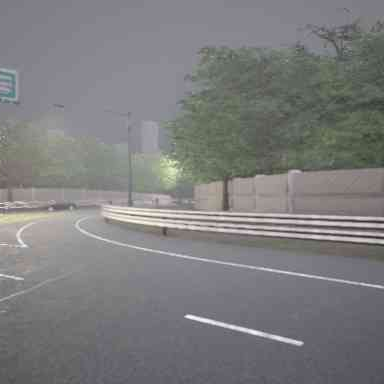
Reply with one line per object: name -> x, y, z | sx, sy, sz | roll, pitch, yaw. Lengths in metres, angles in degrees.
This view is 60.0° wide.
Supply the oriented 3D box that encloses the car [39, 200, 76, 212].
car -> -18.130, 1.846, 44.981 | 1.882, 1.535, 5.008 | -1, 0, 36
